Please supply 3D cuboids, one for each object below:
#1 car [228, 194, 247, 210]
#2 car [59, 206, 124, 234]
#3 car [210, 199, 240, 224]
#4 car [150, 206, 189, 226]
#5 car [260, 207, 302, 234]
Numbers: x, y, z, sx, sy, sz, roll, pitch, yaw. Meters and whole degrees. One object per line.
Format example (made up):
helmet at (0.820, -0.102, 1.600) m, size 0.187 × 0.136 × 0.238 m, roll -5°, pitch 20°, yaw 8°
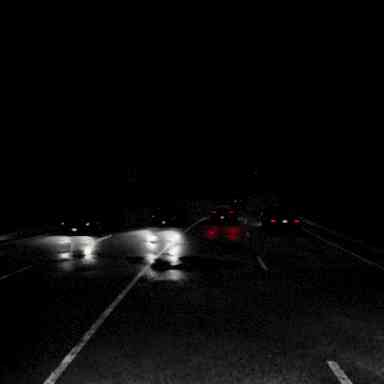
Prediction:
car at (5.785, 1.217, 42.467) m, size 2.150 × 2.045 × 5.566 m, roll 0°, pitch 0°, yaw 13°
car at (-5.630, 1.534, 19.513) m, size 2.033 × 1.411 × 5.357 m, roll 0°, pitch 0°, yaw 8°
car at (2.415, 1.535, 24.905) m, size 1.812 × 1.442 × 4.674 m, roll 0°, pitch 0°, yaw 9°
car at (-1.510, 1.654, 23.679) m, size 1.895 × 1.301 × 4.718 m, roll 0°, pitch 0°, yaw 9°
car at (5.117, 1.564, 19.555) m, size 2.033 × 1.411 × 5.357 m, roll 0°, pitch 0°, yaw 8°
